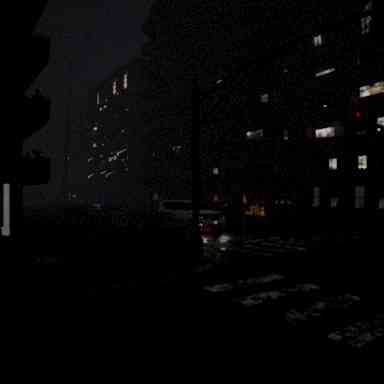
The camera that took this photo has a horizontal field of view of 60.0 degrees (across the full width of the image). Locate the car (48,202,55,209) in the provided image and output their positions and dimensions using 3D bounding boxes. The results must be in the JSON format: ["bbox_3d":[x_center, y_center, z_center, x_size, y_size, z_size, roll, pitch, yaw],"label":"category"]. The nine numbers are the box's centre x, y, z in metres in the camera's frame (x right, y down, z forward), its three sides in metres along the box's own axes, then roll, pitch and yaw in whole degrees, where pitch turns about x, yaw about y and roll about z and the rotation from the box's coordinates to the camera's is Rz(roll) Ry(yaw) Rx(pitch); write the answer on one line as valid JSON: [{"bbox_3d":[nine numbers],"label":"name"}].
[{"bbox_3d":[-28.341,2.625,70.960,2.192,1.841,5.009,-1,0,-36],"label":"car"}]

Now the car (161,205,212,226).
[{"bbox_3d":[-0.603,1.915,28.433,1.837,1.490,4.892,0,-1,-36],"label":"car"}]

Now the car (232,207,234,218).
[{"bbox_3d":[1.604,1.716,29.713,2.192,1.841,5.009,-1,0,-36],"label":"car"}]

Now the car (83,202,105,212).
[{"bbox_3d":[-16.249,2.435,55.156,1.882,1.535,5.008,0,-1,-36],"label":"car"}]

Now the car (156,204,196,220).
[{"bbox_3d":[-1.717,2.048,34.295,1.887,1.381,4.507,-1,0,-36],"label":"car"}]

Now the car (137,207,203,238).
[{"bbox_3d":[-1.681,1.834,20.037,1.752,1.417,4.829,-1,0,-36],"label":"car"}]

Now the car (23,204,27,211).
[{"bbox_3d":[-31.727,2.771,61.424,1.887,1.381,4.507,-1,0,-36],"label":"car"}]

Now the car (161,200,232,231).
[{"bbox_3d":[-0.177,1.543,22.396,2.150,2.045,5.566,0,-1,-36],"label":"car"}]

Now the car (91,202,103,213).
[{"bbox_3d":[-15.305,2.406,48.610,2.033,1.411,5.357,0,-1,-35],"label":"car"}]

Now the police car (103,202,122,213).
[{"bbox_3d":[-12.207,2.259,49.577,1.930,1.638,5.238,0,-1,-36],"label":"police car"}]

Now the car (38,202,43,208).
[{"bbox_3d":[-34.990,3.052,80.126,1.887,1.381,4.507,-1,0,-36],"label":"car"}]

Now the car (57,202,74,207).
[{"bbox_3d":[-15.710,2.348,43.852,2.033,1.411,5.357,0,-1,-36],"label":"car"}]

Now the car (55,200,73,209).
[{"bbox_3d":[-25.013,2.526,66.376,2.192,1.841,5.009,-1,0,-36],"label":"car"}]

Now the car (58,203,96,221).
[{"bbox_3d":[-11.763,2.165,33.925,1.887,1.381,4.507,-1,0,-36],"label":"car"}]

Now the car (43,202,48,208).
[{"bbox_3d":[-31.661,2.975,75.542,1.947,1.339,4.313,-1,0,-36],"label":"car"}]
